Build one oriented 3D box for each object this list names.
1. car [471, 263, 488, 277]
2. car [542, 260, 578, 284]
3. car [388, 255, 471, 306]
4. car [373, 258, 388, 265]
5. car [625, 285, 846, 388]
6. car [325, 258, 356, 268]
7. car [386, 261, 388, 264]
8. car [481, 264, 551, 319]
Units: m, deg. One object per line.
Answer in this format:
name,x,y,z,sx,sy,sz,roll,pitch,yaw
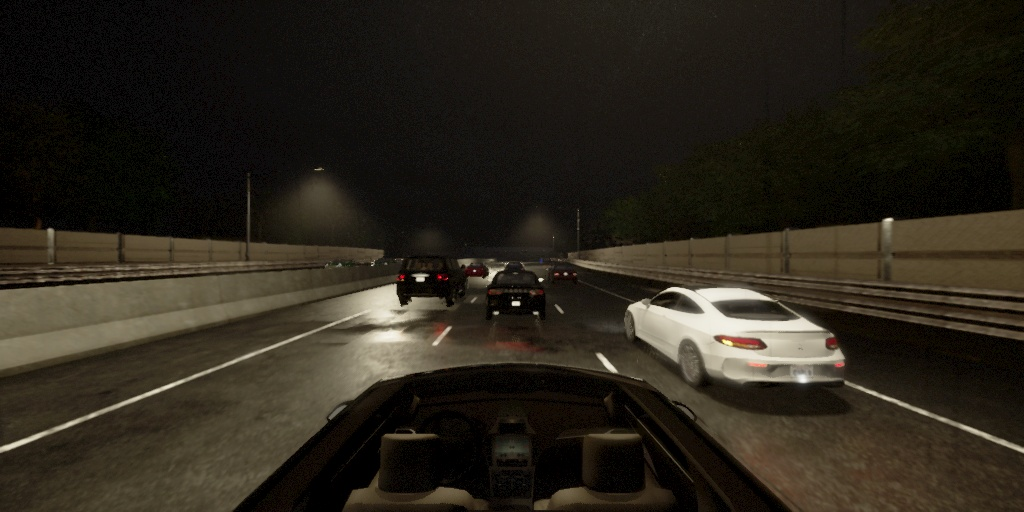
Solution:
car,-3.277,1.296,33.557,1.994,1.385,4.181,0,0,0
car,3.681,1.283,26.945,2.033,1.411,5.357,0,0,0
car,-3.370,0.962,15.884,2.150,2.045,5.566,0,0,0
car,-17.320,1.077,48.986,2.097,1.767,4.553,0,0,1
car,3.622,1.273,6.768,1.812,1.442,4.674,0,0,0
car,-20.875,1.077,43.816,2.097,1.767,4.553,0,0,1
car,-13.859,1.291,45.459,1.994,1.385,4.181,0,0,1
car,0.122,1.221,12.799,1.882,1.535,5.008,0,0,0
